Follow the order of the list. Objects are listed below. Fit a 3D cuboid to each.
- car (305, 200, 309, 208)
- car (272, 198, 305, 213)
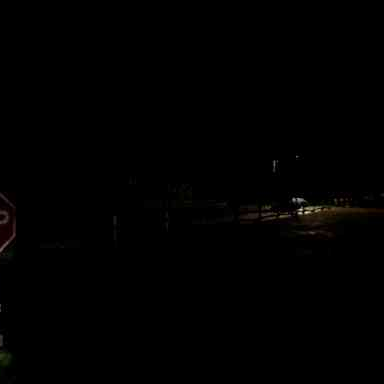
[{"bbox_3d":[15.562,1.593,48.903,2.033,1.411,5.357,1,1,36],"label":"car"},{"bbox_3d":[10.745,1.701,37.541,1.895,1.301,4.718,1,1,36],"label":"car"}]
